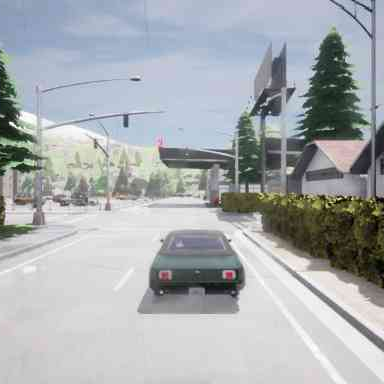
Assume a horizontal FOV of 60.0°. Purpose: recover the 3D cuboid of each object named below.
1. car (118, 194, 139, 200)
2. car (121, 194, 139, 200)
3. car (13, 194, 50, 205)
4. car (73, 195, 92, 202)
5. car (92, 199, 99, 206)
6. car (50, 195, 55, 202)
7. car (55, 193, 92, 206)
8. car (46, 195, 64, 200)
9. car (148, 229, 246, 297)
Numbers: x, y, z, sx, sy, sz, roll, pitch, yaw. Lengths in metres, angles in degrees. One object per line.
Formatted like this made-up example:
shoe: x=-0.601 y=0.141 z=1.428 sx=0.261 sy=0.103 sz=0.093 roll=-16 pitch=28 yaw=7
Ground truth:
car: x=-16.364 y=1.330 z=84.830 sx=5.027 sy=1.636 sz=2.152 roll=0 pitch=0 yaw=0
car: x=-16.432 y=1.339 z=87.966 sx=4.514 sy=1.523 sz=2.007 roll=0 pitch=0 yaw=0
car: x=-24.618 y=1.097 z=50.493 sx=4.605 sy=1.855 sz=1.932 roll=0 pitch=0 yaw=0
car: x=-23.978 y=1.319 z=72.945 sx=3.633 sy=1.501 sz=1.845 roll=0 pitch=0 yaw=0
car: x=-16.139 y=1.361 z=50.573 sx=3.806 sy=1.475 sz=1.970 roll=0 pitch=0 yaw=0
car: x=-23.970 y=1.298 z=62.953 sx=4.514 sy=1.523 sz=2.007 roll=0 pitch=0 yaw=0
car: x=-16.734 y=1.077 z=47.246 sx=3.866 sy=1.878 sz=1.905 roll=0 pitch=0 yaw=0
car: x=-35.030 y=1.384 z=84.883 sx=3.806 sy=1.475 sz=1.970 roll=0 pitch=0 yaw=0
car: x=0.102 y=1.601 z=8.543 sx=1.895 sy=1.301 sz=4.718 roll=0 pitch=0 yaw=0
